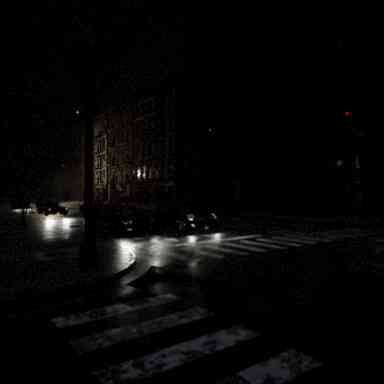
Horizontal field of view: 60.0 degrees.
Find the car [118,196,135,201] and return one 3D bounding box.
[{"bbox_3d":[-7.379,1.337,34.886,2.097,1.767,4.553,0,0,-36],"label":"car"}]

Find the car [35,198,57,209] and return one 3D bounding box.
[{"bbox_3d":[-21.349,1.641,48.498,1.895,1.301,4.718,0,0,-36],"label":"car"}]

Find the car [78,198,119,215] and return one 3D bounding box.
[{"bbox_3d":[-9.135,1.540,31.433,2.033,1.411,5.357,0,0,-36],"label":"car"}]

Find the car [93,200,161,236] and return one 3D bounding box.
[{"bbox_3d":[-3.972,1.460,18.728,1.882,1.535,5.008,0,0,-37],"label":"car"}]

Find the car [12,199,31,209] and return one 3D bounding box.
[{"bbox_3d":[-24.004,1.662,46.624,2.033,1.411,5.357,0,0,-36],"label":"car"}]

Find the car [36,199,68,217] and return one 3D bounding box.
[{"bbox_3d":[-13.273,1.607,31.614,1.895,1.301,4.718,0,0,-36],"label":"car"}]

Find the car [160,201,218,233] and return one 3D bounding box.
[{"bbox_3d":[-0.516,1.324,19.507,2.097,1.767,4.553,0,0,-36],"label":"car"}]
